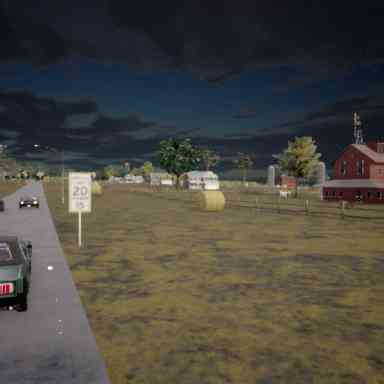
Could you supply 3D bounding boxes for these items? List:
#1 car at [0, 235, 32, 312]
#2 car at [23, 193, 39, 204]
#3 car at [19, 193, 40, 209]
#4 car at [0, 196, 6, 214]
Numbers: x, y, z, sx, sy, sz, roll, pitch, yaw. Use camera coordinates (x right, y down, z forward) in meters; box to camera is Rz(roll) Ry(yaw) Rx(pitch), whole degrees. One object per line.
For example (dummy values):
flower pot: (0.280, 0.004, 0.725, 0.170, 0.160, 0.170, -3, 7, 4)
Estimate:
car: (-4.507, 1.592, 7.191, 1.895, 1.301, 4.718, 0, 0, -24)
car: (-21.499, 0.815, 44.561, 1.895, 1.301, 4.718, 0, 1, -24)
car: (-17.321, 1.056, 35.509, 1.895, 1.301, 4.718, 0, 1, -24)
car: (-17.812, 1.066, 29.626, 2.128, 1.511, 4.902, 0, 2, -24)
